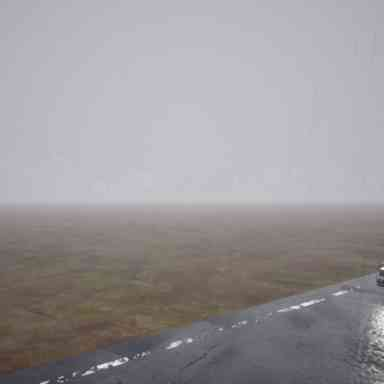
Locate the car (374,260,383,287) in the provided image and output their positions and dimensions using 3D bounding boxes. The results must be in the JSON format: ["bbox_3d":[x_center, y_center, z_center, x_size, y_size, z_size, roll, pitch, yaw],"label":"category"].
[{"bbox_3d":[6.549,1.547,7.929,5.357,1.411,2.033,0,0,-35],"label":"car"}]
